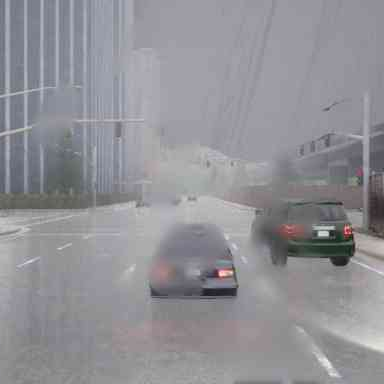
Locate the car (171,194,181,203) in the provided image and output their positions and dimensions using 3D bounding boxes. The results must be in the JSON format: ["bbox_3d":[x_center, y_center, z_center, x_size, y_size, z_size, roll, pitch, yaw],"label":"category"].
[{"bbox_3d":[-3.464,1.355,72.558,2.097,1.767,4.553,0,0,0],"label":"car"}]

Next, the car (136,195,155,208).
[{"bbox_3d":[-7.067,1.504,48.902,1.837,1.490,4.892,0,0,0],"label":"car"}]

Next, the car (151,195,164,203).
[{"bbox_3d":[-6.979,1.491,68.031,2.128,1.511,4.902,0,0,0],"label":"car"}]

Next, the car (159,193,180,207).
[{"bbox_3d":[-3.561,1.221,52.829,2.150,2.045,5.566,0,0,0],"label":"car"}]

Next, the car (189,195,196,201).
[{"bbox_3d":[0.045,1.500,88.905,1.837,1.490,4.892,0,0,0],"label":"car"}]

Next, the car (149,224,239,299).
[{"bbox_3d":[0.059,1.547,8.642,2.033,1.411,5.357,0,0,1],"label":"car"}]

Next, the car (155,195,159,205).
[{"bbox_3d":[-7.050,1.352,58.094,2.097,1.767,4.553,0,0,0],"label":"car"}]

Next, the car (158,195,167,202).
[{"bbox_3d":[-6.961,1.516,78.269,1.812,1.442,4.674,0,0,0],"label":"car"}]

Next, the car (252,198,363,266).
[{"bbox_3d":[3.577,1.221,11.674,2.150,2.045,5.566,0,0,1],"label":"car"}]

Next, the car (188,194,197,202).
[{"bbox_3d":[0.039,1.355,78.660,2.097,1.767,4.553,0,0,0],"label":"car"}]
